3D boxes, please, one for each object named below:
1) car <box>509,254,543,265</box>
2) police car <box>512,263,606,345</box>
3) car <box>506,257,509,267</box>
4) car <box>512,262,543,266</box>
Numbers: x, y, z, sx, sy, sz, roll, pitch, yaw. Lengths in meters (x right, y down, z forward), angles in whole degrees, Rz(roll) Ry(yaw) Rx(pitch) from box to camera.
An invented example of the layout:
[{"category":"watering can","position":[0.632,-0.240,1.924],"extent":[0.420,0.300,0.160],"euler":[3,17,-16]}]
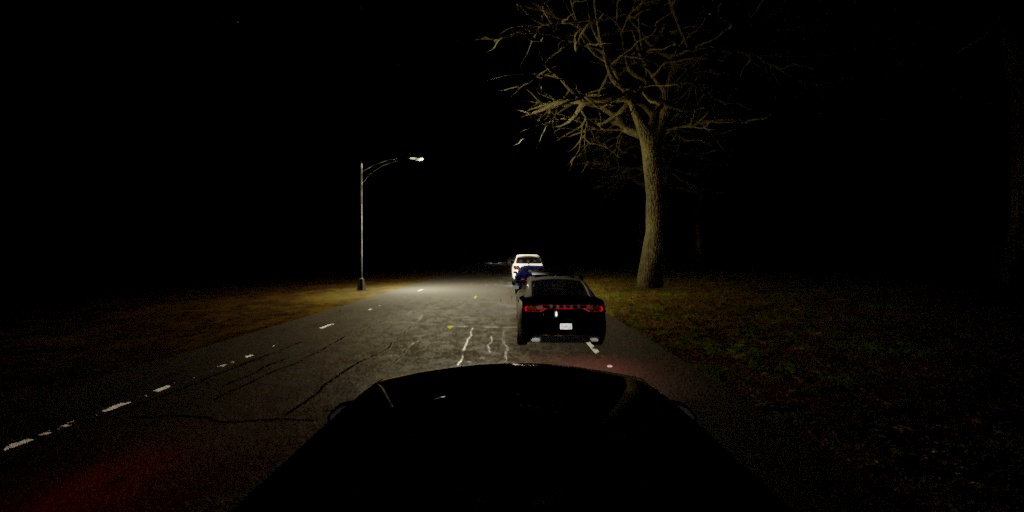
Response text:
[{"category":"car","position":[1.072,0.906,25.512],"extent":[2.150,2.045,5.566],"euler":[0,0,0]},{"category":"police car","position":[1.057,1.163,9.591],"extent":[1.930,1.638,5.238],"euler":[0,0,0]},{"category":"car","position":[0.111,0.905,54.487],"extent":[1.812,1.442,4.674],"euler":[0,1,0]},{"category":"car","position":[1.066,1.234,19.482],"extent":[1.812,1.442,4.674],"euler":[0,0,0]}]
